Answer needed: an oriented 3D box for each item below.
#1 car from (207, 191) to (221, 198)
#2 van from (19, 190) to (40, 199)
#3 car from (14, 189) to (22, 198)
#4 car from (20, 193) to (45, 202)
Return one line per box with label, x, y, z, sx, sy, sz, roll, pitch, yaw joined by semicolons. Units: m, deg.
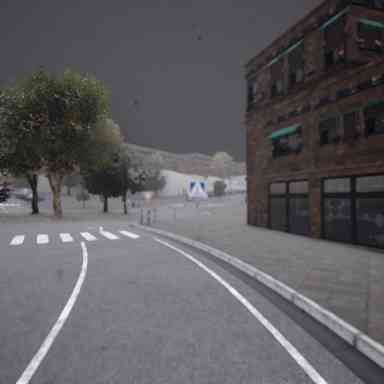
car;4.963;0.852;93.140;4.792;1.488;2.163;-3;2;14
van;-39.777;1.200;82.998;1.878;1.987;4.442;4;2;33
car;-41.651;0.992;85.260;2.435;2.045;5.566;5;3;33
car;-38.052;1.608;80.515;2.097;1.535;5.008;4;2;33
